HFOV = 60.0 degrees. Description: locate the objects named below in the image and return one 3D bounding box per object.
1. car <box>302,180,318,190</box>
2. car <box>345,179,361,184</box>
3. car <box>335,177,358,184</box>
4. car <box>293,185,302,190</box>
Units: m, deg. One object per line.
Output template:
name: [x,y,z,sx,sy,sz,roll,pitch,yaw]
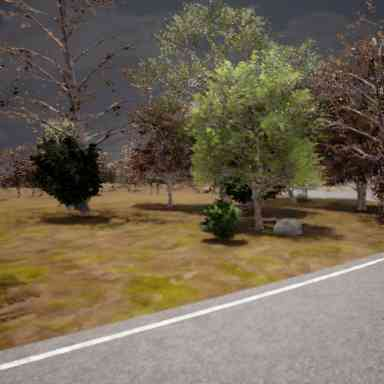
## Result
car: [24.353,-1.467,67.650,2.150,2.045,5.566,-3,3,25]
car: [37.736,-2.618,77.037,4.902,1.511,2.128,-4,3,-11]
car: [37.176,-2.769,80.225,4.892,1.490,1.837,-4,3,-11]
car: [23.405,-1.508,72.143,2.097,1.767,4.553,-2,4,35]
